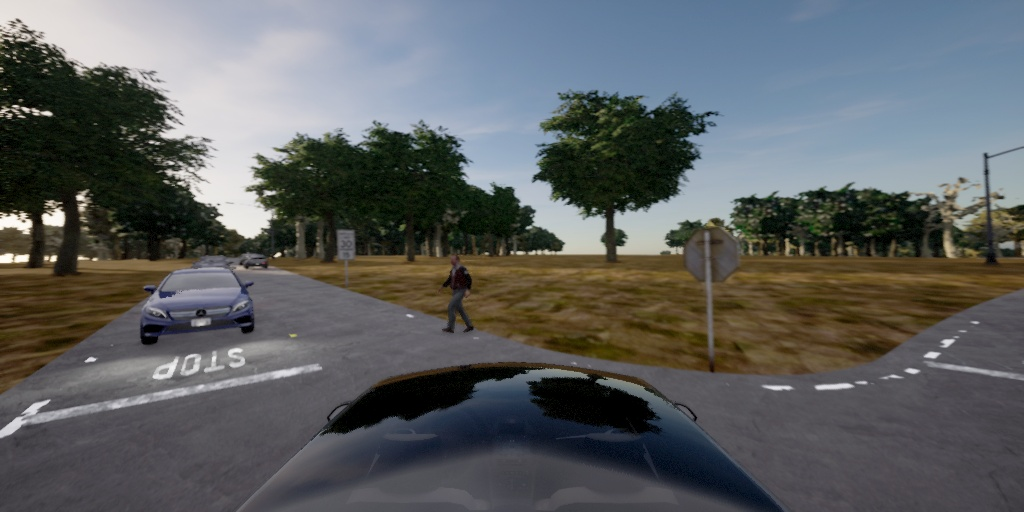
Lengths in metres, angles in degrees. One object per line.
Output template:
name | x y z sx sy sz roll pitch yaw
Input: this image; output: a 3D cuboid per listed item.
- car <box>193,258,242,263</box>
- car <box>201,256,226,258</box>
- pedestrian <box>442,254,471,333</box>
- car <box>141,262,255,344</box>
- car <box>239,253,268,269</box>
car | -14.050 0.951 16.736 1.994 1.385 4.181 -1 1 -38
car | -20.405 0.750 24.543 2.128 1.511 4.902 0 1 -39
pedestrian | -1.249 0.821 8.117 0.375 1.860 0.375 3 -4 -39
car | -7.707 1.036 8.968 1.812 1.442 4.674 -1 1 -40
car | -26.566 0.548 37.147 2.128 1.511 4.902 -1 1 -39
